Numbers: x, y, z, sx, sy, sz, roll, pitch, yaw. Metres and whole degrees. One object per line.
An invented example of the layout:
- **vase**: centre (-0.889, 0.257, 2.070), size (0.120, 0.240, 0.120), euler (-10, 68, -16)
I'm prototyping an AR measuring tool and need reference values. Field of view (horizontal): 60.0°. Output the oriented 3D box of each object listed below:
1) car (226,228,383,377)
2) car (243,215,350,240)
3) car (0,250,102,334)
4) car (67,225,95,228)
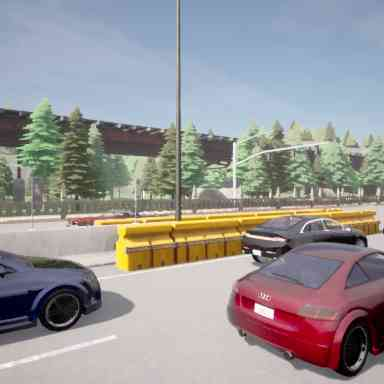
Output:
- **car**: centre (2.603, 1.564, 5.616), size (4.181, 1.385, 1.994), euler (0, 0, -35)
- **car**: centre (3.796, 1.491, 10.762), size (4.902, 1.511, 2.128), euler (0, 0, -36)
- **car**: centre (-3.664, 1.564, 5.429), size (4.181, 1.385, 1.994), euler (0, 0, -36)
- **car**: centre (-4.314, 1.601, 18.117), size (4.718, 1.301, 1.895), euler (0, 0, -36)
